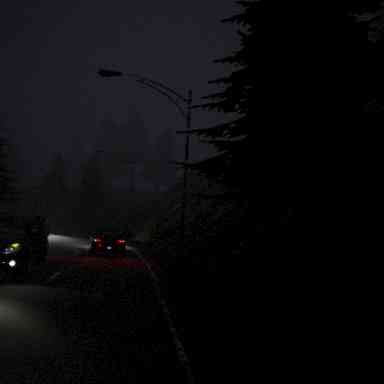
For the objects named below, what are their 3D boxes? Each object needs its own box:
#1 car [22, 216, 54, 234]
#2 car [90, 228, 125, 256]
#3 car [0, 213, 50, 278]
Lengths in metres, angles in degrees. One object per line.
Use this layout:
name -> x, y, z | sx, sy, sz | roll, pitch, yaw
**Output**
car -> -15.809, 3.356, 34.006 | 2.128, 1.511, 4.902 | 7, -6, -34
car -> -5.009, 2.869, 19.695 | 1.812, 1.442, 4.674 | 5, -5, -17
car -> -6.971, 1.861, 12.598 | 2.150, 2.045, 5.566 | 4, -5, -12
